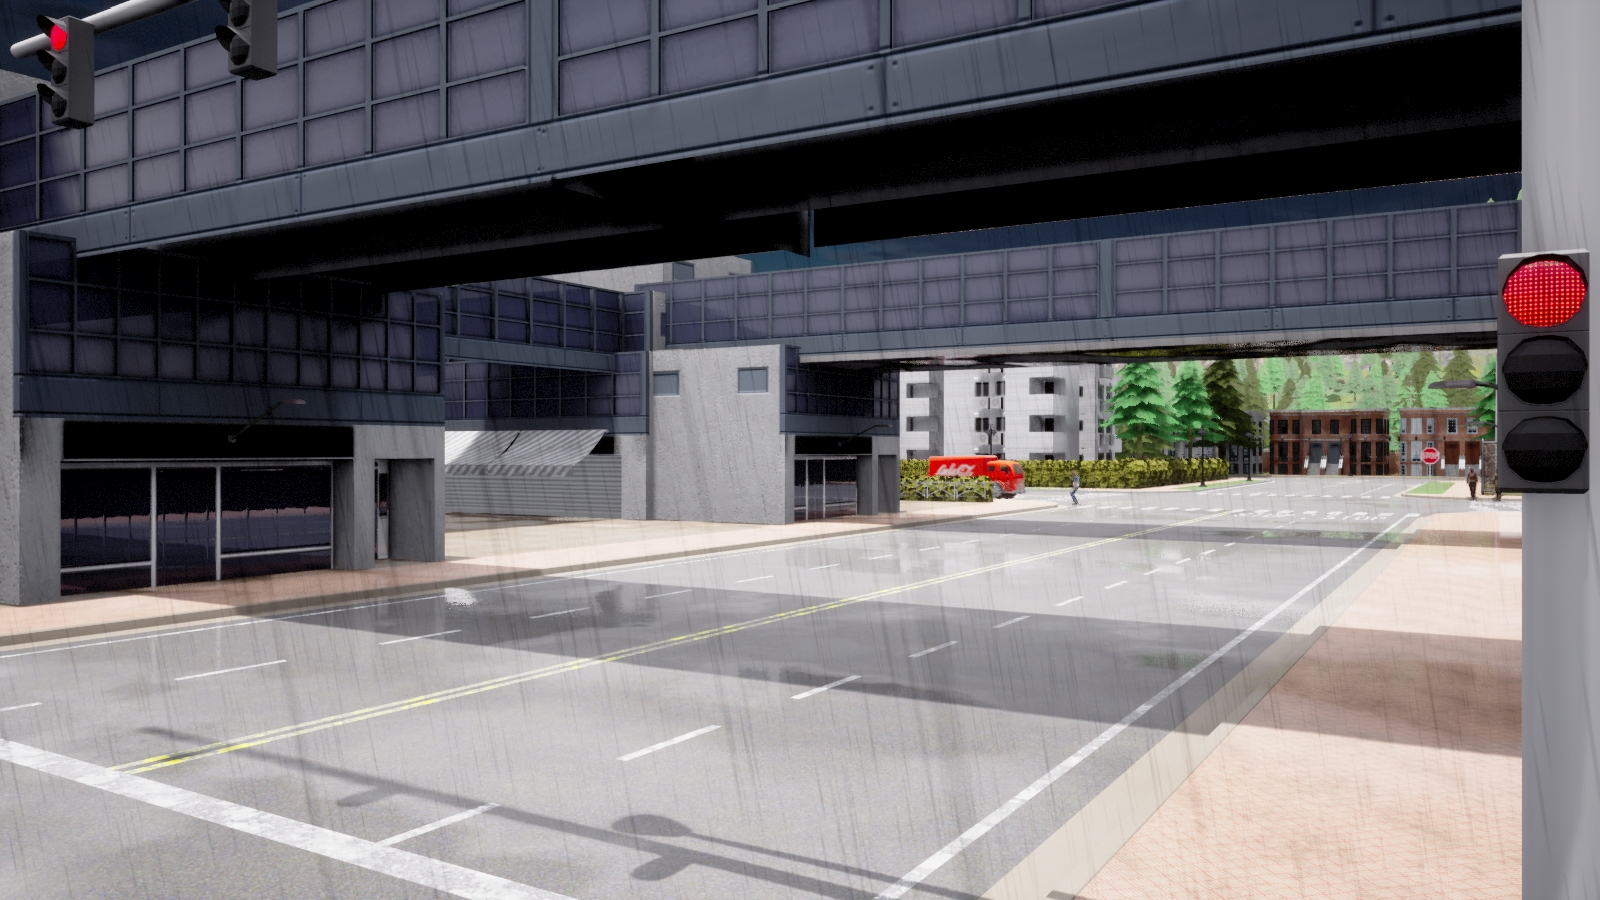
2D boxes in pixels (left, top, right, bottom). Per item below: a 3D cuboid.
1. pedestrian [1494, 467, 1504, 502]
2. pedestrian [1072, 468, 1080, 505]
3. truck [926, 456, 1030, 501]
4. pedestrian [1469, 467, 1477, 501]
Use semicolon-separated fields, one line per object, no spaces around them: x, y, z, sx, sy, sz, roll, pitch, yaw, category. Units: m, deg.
37.330;1.848;61.006;0.375;1.860;0.375;0;0;21;pedestrian
13.916;1.848;57.669;0.375;1.860;0.375;0;0;10;pedestrian
10.099;1.573;64.834;5.204;2.467;2.627;0;0;31;truck
36.881;1.849;62.647;0.375;1.860;0.375;0;0;31;pedestrian
